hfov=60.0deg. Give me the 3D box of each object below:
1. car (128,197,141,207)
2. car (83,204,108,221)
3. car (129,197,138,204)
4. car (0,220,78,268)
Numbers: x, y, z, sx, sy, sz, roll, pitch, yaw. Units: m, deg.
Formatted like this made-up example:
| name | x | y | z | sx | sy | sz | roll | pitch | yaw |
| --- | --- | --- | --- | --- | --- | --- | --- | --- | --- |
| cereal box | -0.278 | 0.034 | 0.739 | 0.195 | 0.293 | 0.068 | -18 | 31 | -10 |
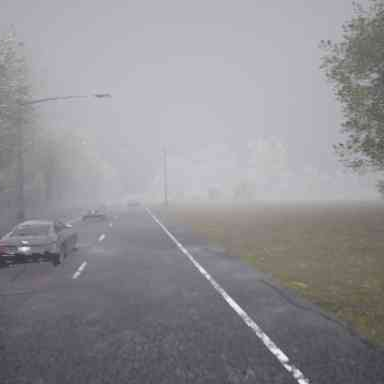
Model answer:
| name | x | y | z | sx | sy | sz | roll | pitch | yaw |
| --- | --- | --- | --- | --- | --- | --- | --- | --- | --- |
| car | -9.500 | 1.763 | 54.698 | 1.994 | 1.385 | 4.181 | -2 | 0 | -10 |
| car | -8.608 | 1.746 | 29.891 | 2.033 | 1.411 | 5.357 | -2 | 0 | -10 |
| car | -12.758 | 1.795 | 72.314 | 1.812 | 1.442 | 4.674 | -2 | 0 | -10 |
| car | -5.404 | 1.695 | 12.017 | 1.994 | 1.385 | 4.181 | -2 | 0 | -10 |
